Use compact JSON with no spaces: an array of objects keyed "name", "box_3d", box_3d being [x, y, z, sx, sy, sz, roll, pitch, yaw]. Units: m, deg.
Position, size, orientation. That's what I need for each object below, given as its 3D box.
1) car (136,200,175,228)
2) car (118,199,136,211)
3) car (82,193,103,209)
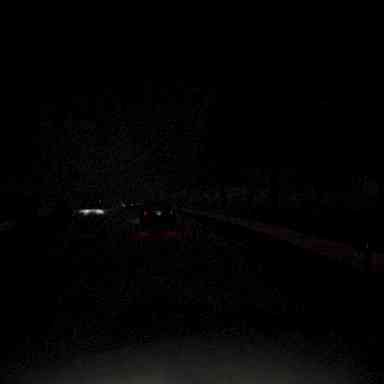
[{"name":"car","box_3d":[-2.404,1.322,22.006,2.097,1.767,4.553,0,0,-11]},{"name":"car","box_3d":[-7.723,1.501,40.394,2.033,1.411,5.357,0,0,-21]},{"name":"car","box_3d":[-13.384,1.183,44.585,2.150,2.045,5.566,0,0,-23]}]
